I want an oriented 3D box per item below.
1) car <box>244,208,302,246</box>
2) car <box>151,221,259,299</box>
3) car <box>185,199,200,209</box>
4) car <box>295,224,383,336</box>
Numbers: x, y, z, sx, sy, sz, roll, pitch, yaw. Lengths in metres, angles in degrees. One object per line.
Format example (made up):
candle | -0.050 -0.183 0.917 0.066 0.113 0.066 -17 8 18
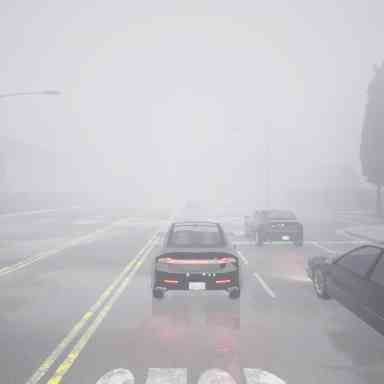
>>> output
car | 3.579 1.505 15.157 1.837 1.490 4.892 0 0 0
car | 0.089 1.492 8.459 2.128 1.511 4.902 0 0 0
car | 0.038 1.601 44.149 1.895 1.301 4.718 0 0 0
car | 3.593 1.547 5.410 2.033 1.411 5.357 0 0 0
